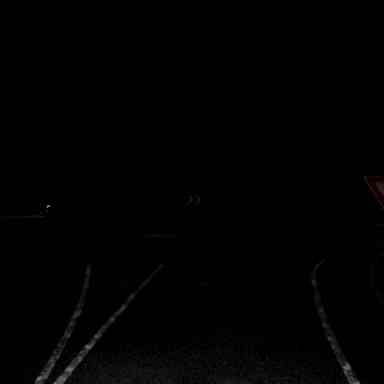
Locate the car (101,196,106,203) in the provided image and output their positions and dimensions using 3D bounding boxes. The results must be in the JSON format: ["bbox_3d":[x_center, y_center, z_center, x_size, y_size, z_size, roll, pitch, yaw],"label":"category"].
[{"bbox_3d":[-25.163,1.637,83.113,5.566,2.045,2.435,0,-1,-2],"label":"car"}]

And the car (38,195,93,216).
[{"bbox_3d":[-12.664,1.395,32.808,2.097,1.767,4.553,0,-1,41],"label":"car"}]

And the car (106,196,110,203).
[{"bbox_3d":[-25.582,2.053,88.809,5.366,1.575,1.946,0,-2,-2],"label":"car"}]

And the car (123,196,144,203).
[{"bbox_3d":[-12.655,1.602,75.981,4.553,1.767,2.185,0,-1,-2],"label":"car"}]

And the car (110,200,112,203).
[{"bbox_3d":[-25.677,2.141,91.467,5.366,1.575,1.946,0,-2,-2],"label":"car"}]

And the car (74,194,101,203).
[{"bbox_3d":[-24.942,1.510,77.656,5.566,2.045,2.435,0,-1,-2],"label":"car"}]

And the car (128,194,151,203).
[{"bbox_3d":[-12.894,1.610,81.931,5.566,2.045,2.435,0,-2,-2],"label":"car"}]
